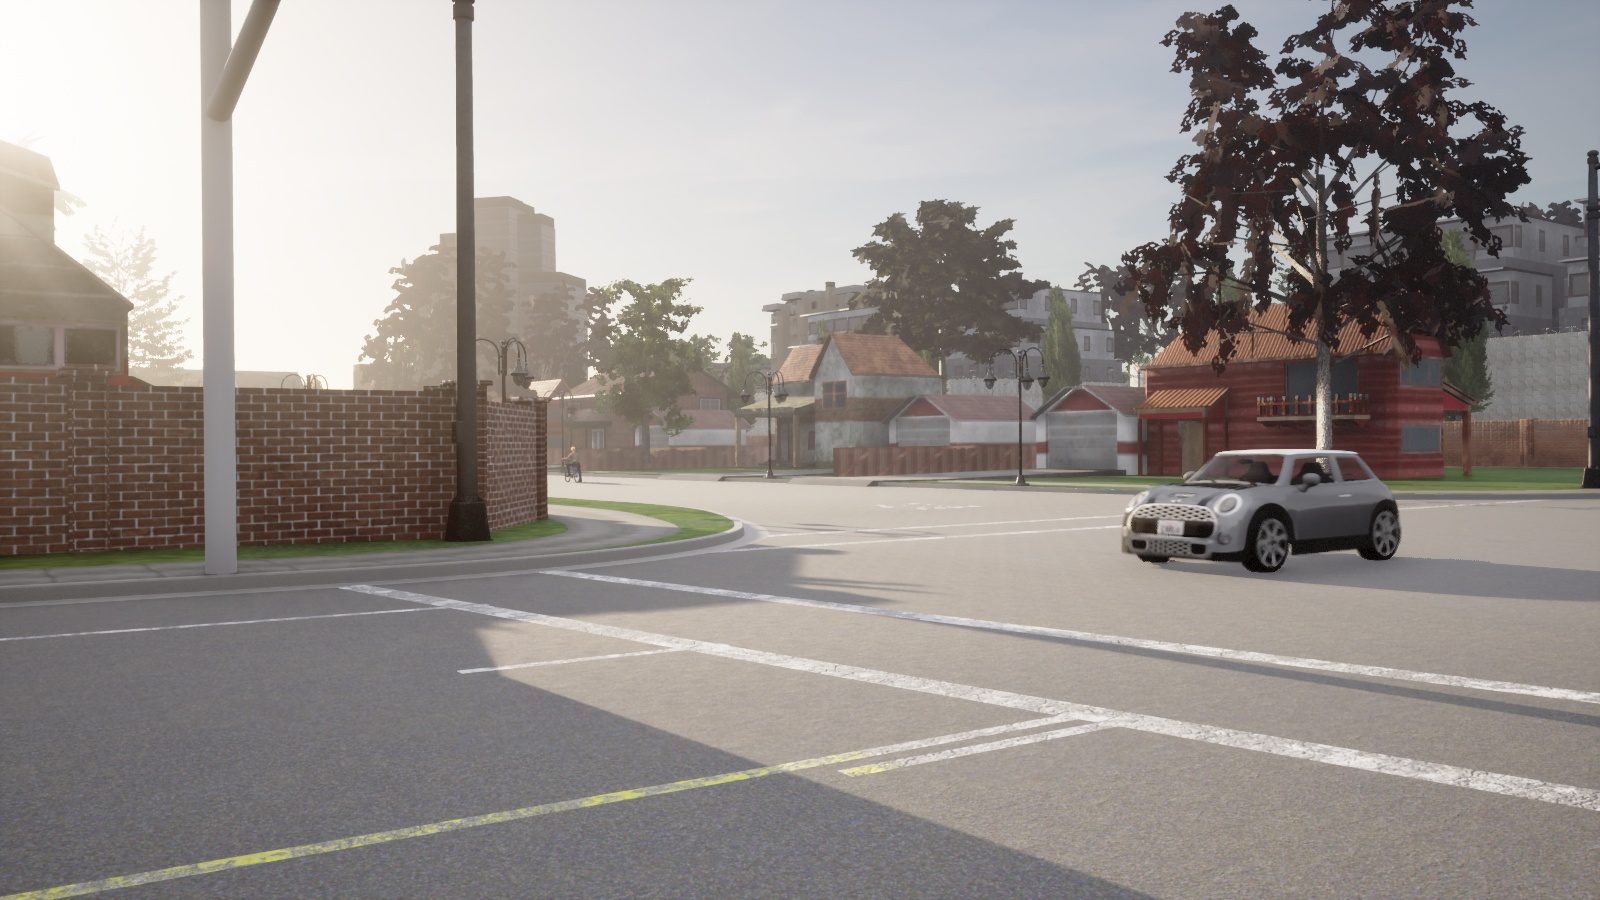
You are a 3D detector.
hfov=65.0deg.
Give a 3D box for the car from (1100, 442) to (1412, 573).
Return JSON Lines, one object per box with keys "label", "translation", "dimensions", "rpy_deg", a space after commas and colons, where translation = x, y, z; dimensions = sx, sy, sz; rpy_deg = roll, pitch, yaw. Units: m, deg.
{"label": "car", "translation": [5.970, 0.661, 16.344], "dimensions": [3.806, 1.475, 1.970], "rpy_deg": [-1, 0, -35]}
